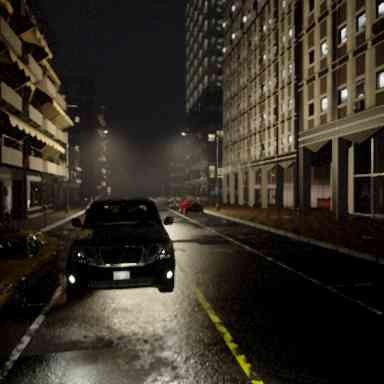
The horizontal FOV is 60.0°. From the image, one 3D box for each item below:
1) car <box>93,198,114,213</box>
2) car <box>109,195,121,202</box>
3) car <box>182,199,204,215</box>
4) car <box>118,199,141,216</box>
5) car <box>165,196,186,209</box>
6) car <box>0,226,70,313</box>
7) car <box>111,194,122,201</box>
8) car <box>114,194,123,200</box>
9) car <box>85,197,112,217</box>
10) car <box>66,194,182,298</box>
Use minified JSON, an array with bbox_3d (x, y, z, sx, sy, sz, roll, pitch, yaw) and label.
[{"bbox_3d":[-9.363,1.389,35.390,1.802,1.307,4.206,0,0,-11],"label":"car"},{"bbox_3d":[-14.525,1.213,63.157,2.008,1.369,4.403,0,0,-11],"label":"car"},{"bbox_3d":[-0.092,1.349,31.368,1.887,1.381,4.507,0,0,-11],"label":"car"},{"bbox_3d":[-5.771,1.388,30.788,1.994,1.385,4.181,0,0,-11],"label":"car"},{"bbox_3d":[-2.157,1.295,42.475,2.008,1.369,4.403,0,0,-11],"label":"car"},{"bbox_3d":[-4.171,1.489,7.456,1.752,1.417,4.829,0,0,-11],"label":"car"},{"bbox_3d":[-15.556,1.185,68.710,2.008,1.369,4.403,0,0,-11],"label":"car"},{"bbox_3d":[-17.966,1.154,81.401,1.802,1.307,4.206,0,0,-11],"label":"car"},{"bbox_3d":[-8.331,1.278,29.836,1.967,1.590,4.097,0,0,-11],"label":"car"},{"bbox_3d":[-1.796,1.169,8.850,2.150,2.045,5.566,0,0,-10],"label":"car"}]
